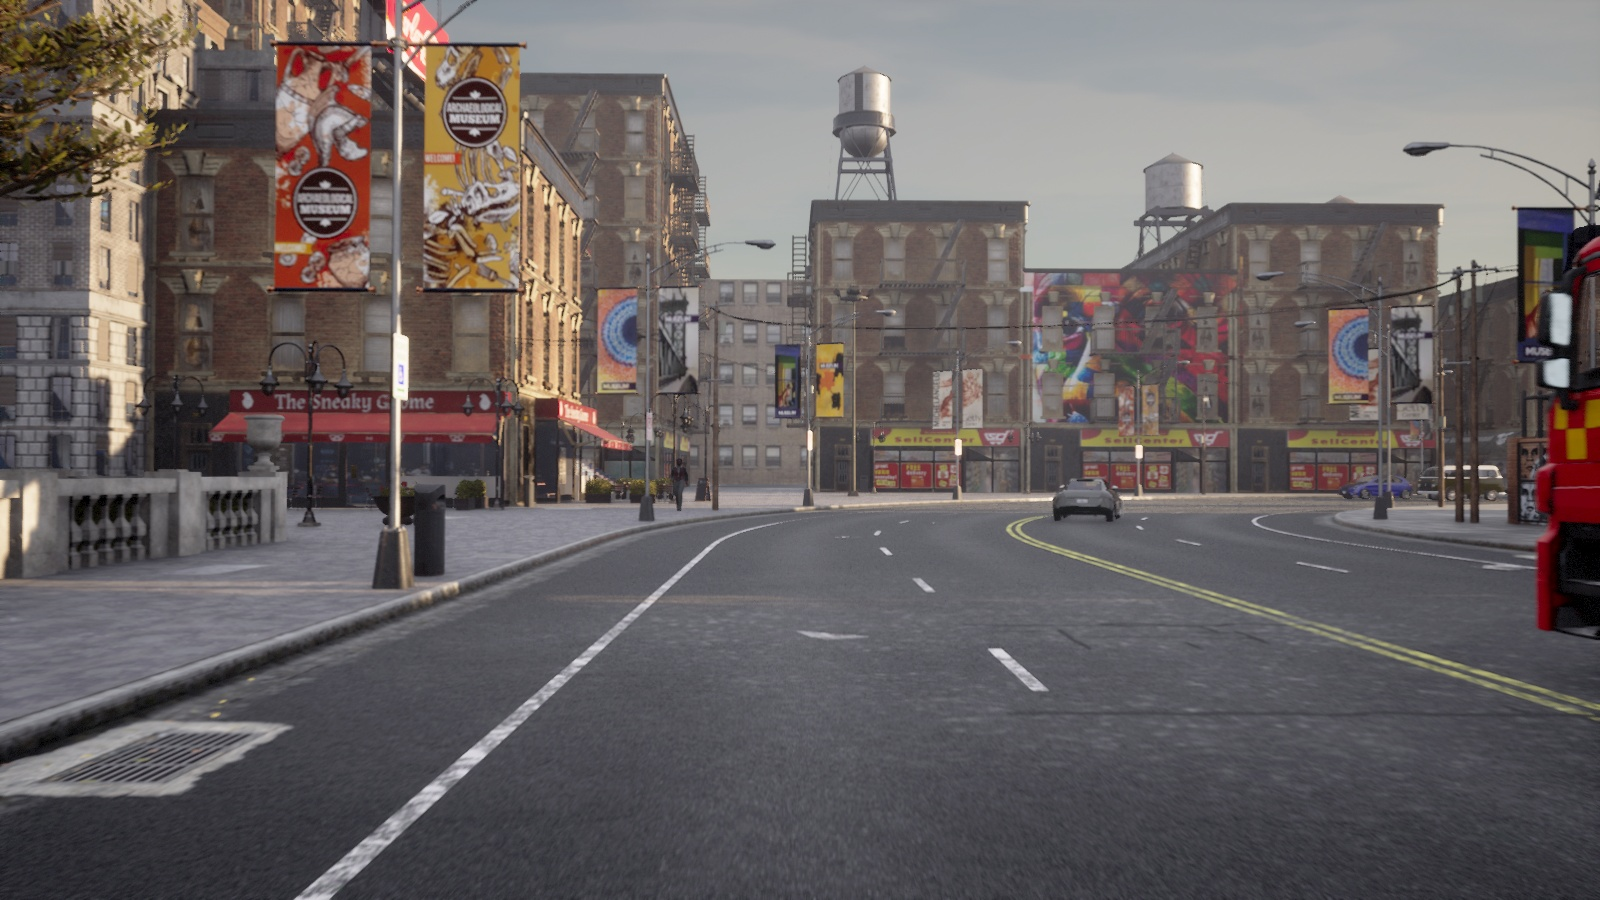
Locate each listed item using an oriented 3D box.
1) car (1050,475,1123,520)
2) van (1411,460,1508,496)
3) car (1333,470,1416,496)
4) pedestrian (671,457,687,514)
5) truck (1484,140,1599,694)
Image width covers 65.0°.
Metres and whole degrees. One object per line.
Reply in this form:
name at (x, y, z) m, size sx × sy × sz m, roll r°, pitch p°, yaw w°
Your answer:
car at (9.565, 1.539, 41.758) m, size 1.994 × 1.385 × 4.181 m, roll -1°, pitch -1°, yaw 18°
van at (37.583, 1.586, 71.608) m, size 4.480 × 2.038 × 2.069 m, roll 0°, pitch -1°, yaw -9°
car at (34.013, 1.938, 74.417) m, size 4.193 × 1.474 × 1.816 m, roll 0°, pitch -1°, yaw -13°
pedestrian at (-4.155, 1.212, 43.245) m, size 0.402 × 1.930 × 0.666 m, roll 0°, pitch -1°, yaw 7°
truck at (6.981, -0.280, 5.875) m, size 2.891 × 3.827 × 8.468 m, roll 0°, pitch -1°, yaw 0°
